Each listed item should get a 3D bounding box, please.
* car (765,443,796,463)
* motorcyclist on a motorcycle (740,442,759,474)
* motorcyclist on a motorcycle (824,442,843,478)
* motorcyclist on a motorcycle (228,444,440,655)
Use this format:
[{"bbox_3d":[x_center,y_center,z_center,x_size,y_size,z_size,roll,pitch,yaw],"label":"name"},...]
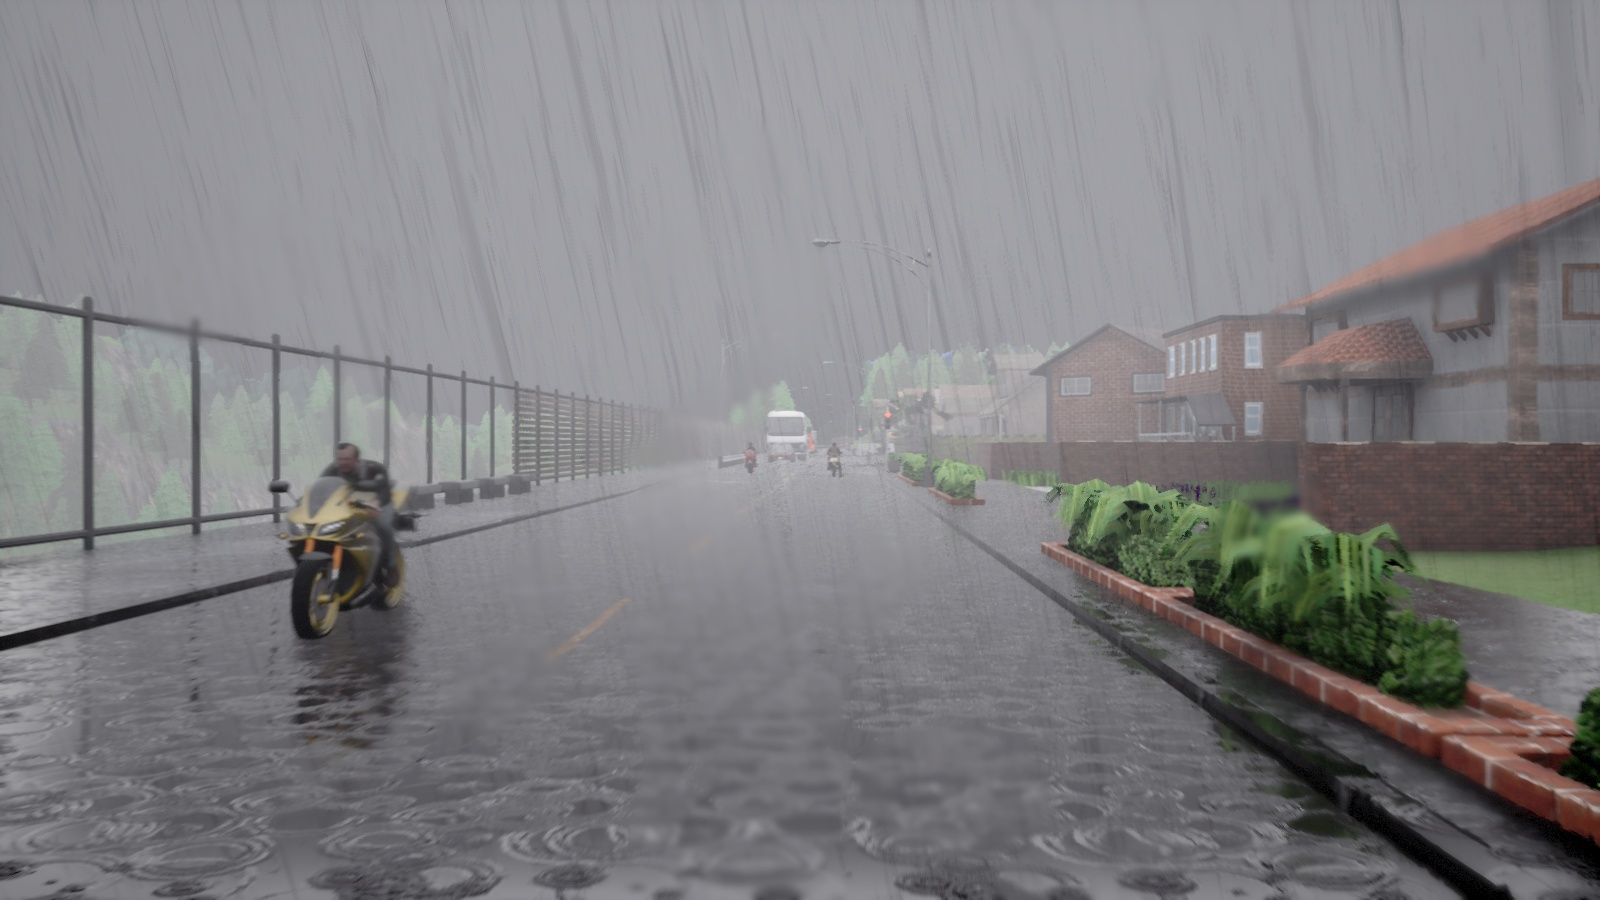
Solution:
[{"bbox_3d":[-1.461,0.199,96.530,2.163,1.488,4.792,0,0,2],"label":"car"},{"bbox_3d":[-2.423,0.386,60.280,0.797,1.523,2.044,0,0,1],"label":"motorcyclist on a motorcycle"},{"bbox_3d":[1.444,0.422,54.614,0.797,1.523,2.044,0,0,1],"label":"motorcyclist on a motorcycle"},{"bbox_3d":[-3.715,0.720,10.250,0.866,1.530,2.191,0,0,1],"label":"motorcyclist on a motorcycle"}]
